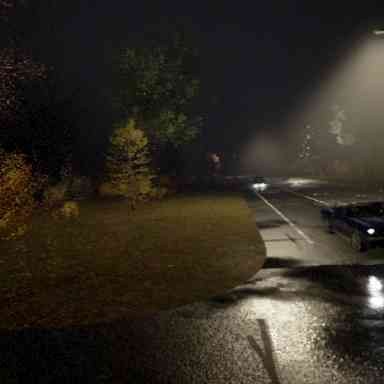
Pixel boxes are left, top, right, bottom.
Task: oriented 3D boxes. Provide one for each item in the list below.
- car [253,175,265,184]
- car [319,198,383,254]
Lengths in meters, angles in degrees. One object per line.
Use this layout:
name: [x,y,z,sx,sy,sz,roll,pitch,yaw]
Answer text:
car: [11.507,-2.192,57.685,2.128,1.511,4.902,-3,3,11]
car: [5.594,0.921,10.599,1.895,1.301,4.718,-4,3,7]
